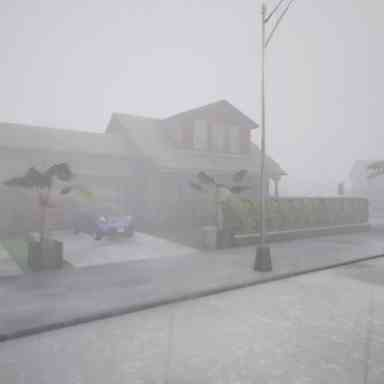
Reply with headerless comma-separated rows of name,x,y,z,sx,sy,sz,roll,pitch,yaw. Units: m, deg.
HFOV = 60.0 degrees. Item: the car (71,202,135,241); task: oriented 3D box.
car,-3.947,1.205,14.641,1.845,1.501,3.633,0,0,-38
